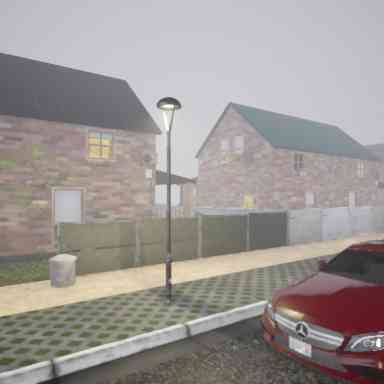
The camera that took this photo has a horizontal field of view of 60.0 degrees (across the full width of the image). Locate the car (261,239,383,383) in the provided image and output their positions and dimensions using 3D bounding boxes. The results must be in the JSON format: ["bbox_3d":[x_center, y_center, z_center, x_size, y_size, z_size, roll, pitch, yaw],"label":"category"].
[{"bbox_3d":[3.140,1.533,5.205,4.674,1.442,1.812,0,0,-36],"label":"car"}]
